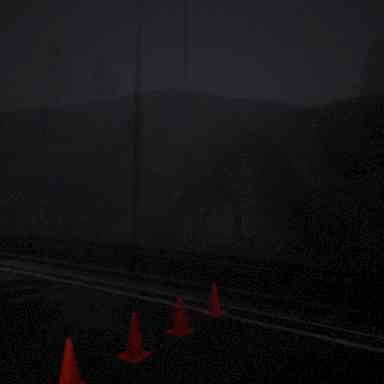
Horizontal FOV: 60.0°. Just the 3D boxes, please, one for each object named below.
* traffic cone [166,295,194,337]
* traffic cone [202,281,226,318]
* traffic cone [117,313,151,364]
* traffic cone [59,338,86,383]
[{"bbox_3d":[-0.197,1.973,5.415,0.340,0.580,0.340,-1,0,37],"label":"traffic cone"},{"bbox_3d":[0.409,1.969,6.210,0.340,0.580,0.340,-1,0,37],"label":"traffic cone"},{"bbox_3d":[-0.804,1.977,4.621,0.340,0.580,0.340,-1,0,37],"label":"traffic cone"},{"bbox_3d":[-1.411,1.981,3.826,0.340,0.580,0.340,-1,0,37],"label":"traffic cone"}]
